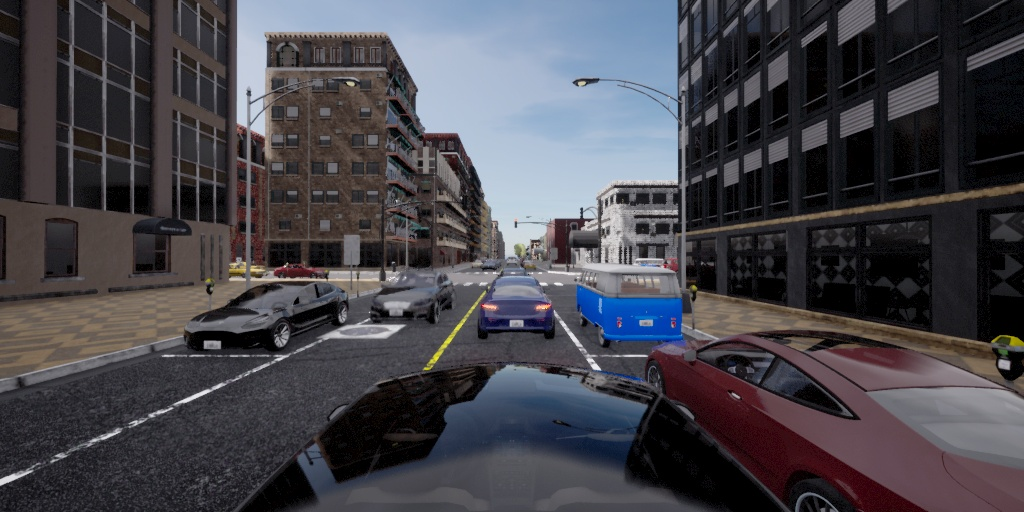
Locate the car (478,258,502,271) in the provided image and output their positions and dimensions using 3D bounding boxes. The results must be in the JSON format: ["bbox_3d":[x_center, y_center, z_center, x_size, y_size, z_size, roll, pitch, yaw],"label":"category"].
[{"bbox_3d":[-3.058,1.329,50.592,2.033,1.411,5.357,0,0,3],"label":"car"}]

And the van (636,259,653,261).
[{"bbox_3d":[14.900,1.175,38.223,3.998,1.789,1.690,0,0,0],"label":"van"}]

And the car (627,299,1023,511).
[{"bbox_3d":[2.657,1.332,3.270,1.802,1.307,4.207,0,0,0],"label":"car"}]

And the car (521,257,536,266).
[{"bbox_3d":[2.694,1.311,53.915,1.751,1.417,4.829,0,0,0],"label":"car"}]

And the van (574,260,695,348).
[{"bbox_3d":[2.657,1.092,8.959,1.690,1.789,3.998,0,0,0],"label":"van"}]

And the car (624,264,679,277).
[{"bbox_3d":[13.759,1.419,35.633,4.718,1.301,1.895,0,0,0],"label":"car"}]

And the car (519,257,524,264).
[{"bbox_3d":[2.695,1.382,64.823,1.802,1.307,4.207,0,0,0],"label":"car"}]

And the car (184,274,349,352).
[{"bbox_3d":[-5.690,1.317,8.986,1.948,1.339,4.313,0,0,0],"label":"car"}]

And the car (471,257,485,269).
[{"bbox_3d":[-5.687,1.318,59.114,1.751,1.417,4.829,0,0,0],"label":"car"}]

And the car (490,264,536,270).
[{"bbox_3d":[0.093,1.318,18.411,1.994,1.385,4.181,0,0,0],"label":"car"}]

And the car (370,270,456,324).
[{"bbox_3d":[-3.092,1.243,12.020,2.128,1.511,4.902,0,0,0],"label":"car"}]

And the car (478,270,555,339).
[{"bbox_3d":[0.101,1.277,9.959,1.812,1.442,4.674,0,0,0],"label":"car"}]

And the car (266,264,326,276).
[{"bbox_3d":[-17.465,1.284,29.768,4.207,1.307,1.802,0,0,0],"label":"car"}]

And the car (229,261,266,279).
[{"bbox_3d":[-22.958,1.216,29.755,4.829,1.417,1.751,0,0,0],"label":"car"}]

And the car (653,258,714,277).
[{"bbox_3d":[14.921,1.108,29.843,5.009,1.841,2.192,0,0,0],"label":"car"}]
